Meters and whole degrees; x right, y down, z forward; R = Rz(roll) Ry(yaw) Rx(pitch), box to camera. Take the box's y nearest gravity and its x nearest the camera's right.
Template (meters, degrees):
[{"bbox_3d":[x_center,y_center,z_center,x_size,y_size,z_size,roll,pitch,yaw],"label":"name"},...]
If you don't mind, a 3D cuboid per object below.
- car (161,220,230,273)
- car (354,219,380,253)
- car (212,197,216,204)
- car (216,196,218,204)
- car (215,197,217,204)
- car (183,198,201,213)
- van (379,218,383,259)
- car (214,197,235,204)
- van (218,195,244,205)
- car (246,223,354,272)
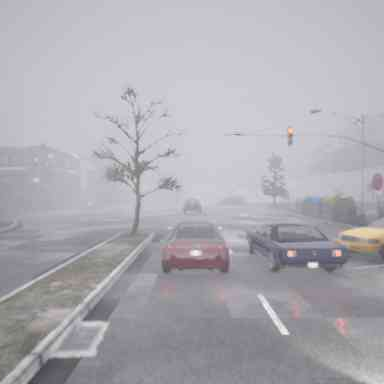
[{"bbox_3d":[0.099,1.621,10.939,1.994,1.385,4.181,0,0,0],"label":"car"},{"bbox_3d":[7.894,1.550,12.534,5.366,1.575,1.946,1,0,-20],"label":"car"},{"bbox_3d":[7.869,2.026,73.746,5.366,1.575,1.946,1,-1,-20],"label":"car"},{"bbox_3d":[8.040,1.902,67.860,4.674,1.452,2.002,1,-2,-20],"label":"car"},{"bbox_3d":[8.046,1.987,70.833,4.674,1.452,2.002,1,-1,-20],"label":"car"},{"bbox_3d":[0.059,1.499,40.644,2.097,1.767,4.553,-1,1,1],"label":"car"},{"bbox_3d":[7.961,1.312,9.577,4.442,1.987,1.878,1,0,-20],"label":"van"},{"bbox_3d":[8.071,2.166,82.756,4.553,1.767,2.185,1,-1,-20],"label":"car"},{"bbox_3d":[7.940,1.547,64.844,4.442,1.987,1.878,1,-1,-20],"label":"van"},{"bbox_3d":[3.097,1.658,10.987,1.895,1.301,4.718,0,0,-3],"label":"car"}]
